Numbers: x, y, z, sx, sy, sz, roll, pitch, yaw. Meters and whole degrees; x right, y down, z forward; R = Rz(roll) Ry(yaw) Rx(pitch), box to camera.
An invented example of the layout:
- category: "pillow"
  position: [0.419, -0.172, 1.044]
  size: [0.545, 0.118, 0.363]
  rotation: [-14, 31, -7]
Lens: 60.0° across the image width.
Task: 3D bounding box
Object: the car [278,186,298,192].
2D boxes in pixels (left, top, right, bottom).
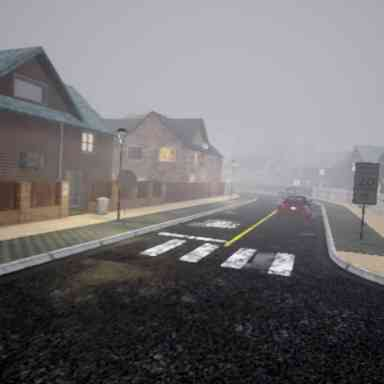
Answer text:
- category: "car"
  position: [12.975, 0.041, 44.757]
  size: [2.097, 1.767, 4.553]
  rotation: [3, 2, 4]

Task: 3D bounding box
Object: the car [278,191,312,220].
- category: "car"
  position: [6.830, 0.908, 21.858]
  size: [1.994, 1.385, 4.181]
  rotation: [4, 3, 21]
